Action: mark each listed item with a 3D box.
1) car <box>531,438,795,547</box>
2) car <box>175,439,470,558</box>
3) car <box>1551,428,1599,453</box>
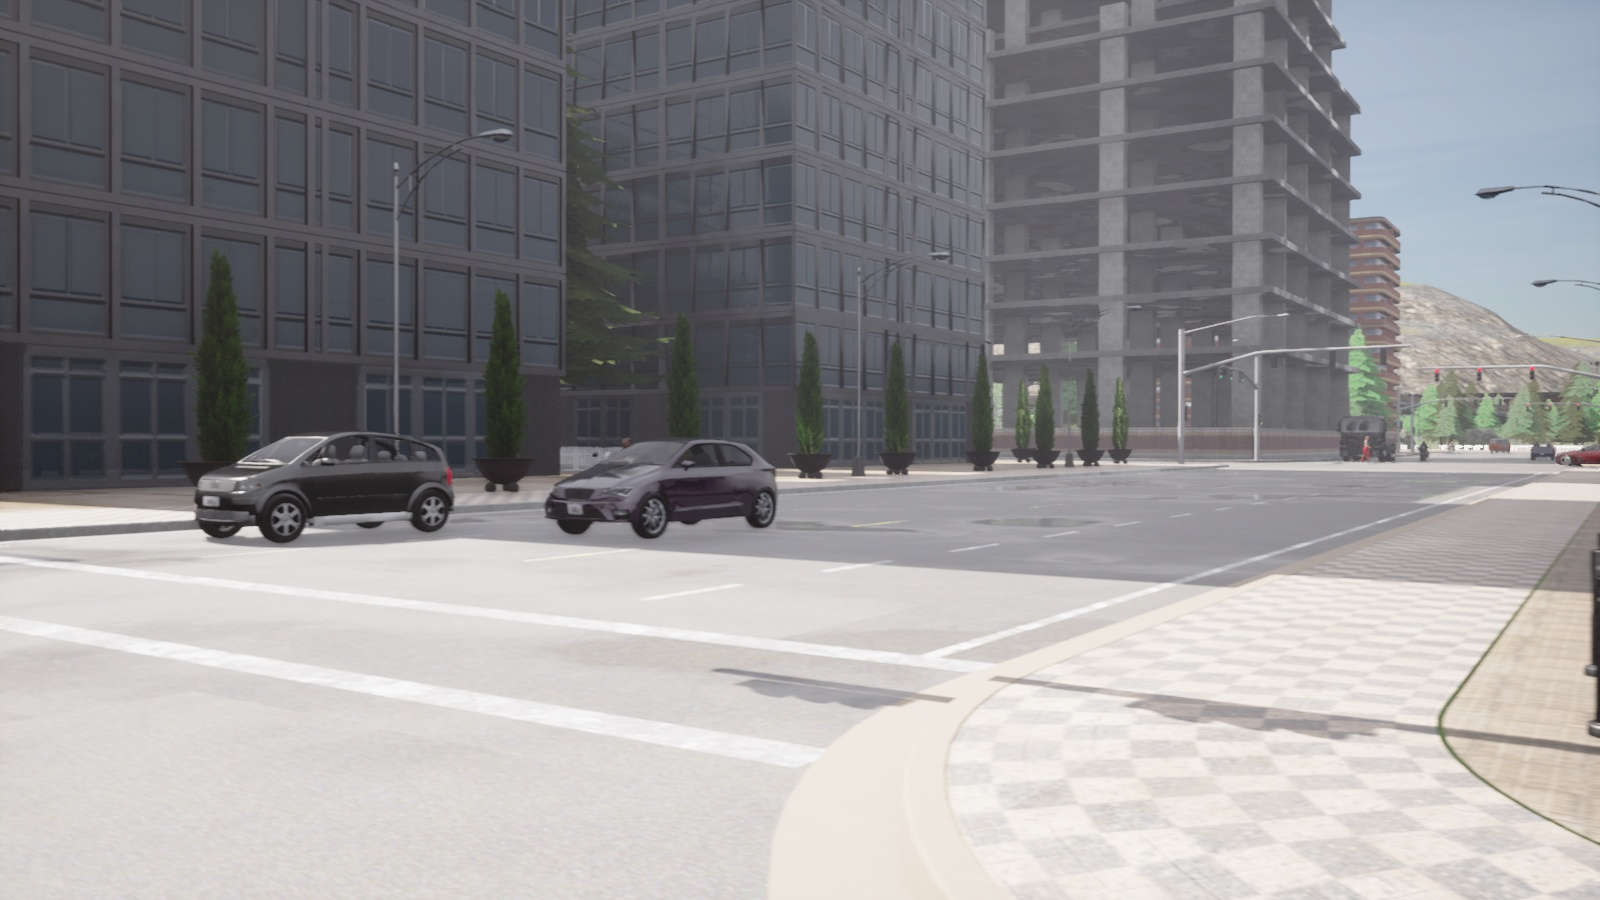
[{"bbox_3d":[-2.013,0.581,19.670,1.816,1.474,4.193,-1,1,34],"label":"car"},{"bbox_3d":[-6.948,0.628,18.604,1.789,1.549,3.705,-1,0,34],"label":"car"},{"bbox_3d":[48.015,-0.570,75.153,2.163,1.488,4.792,-1,1,-41],"label":"car"}]
